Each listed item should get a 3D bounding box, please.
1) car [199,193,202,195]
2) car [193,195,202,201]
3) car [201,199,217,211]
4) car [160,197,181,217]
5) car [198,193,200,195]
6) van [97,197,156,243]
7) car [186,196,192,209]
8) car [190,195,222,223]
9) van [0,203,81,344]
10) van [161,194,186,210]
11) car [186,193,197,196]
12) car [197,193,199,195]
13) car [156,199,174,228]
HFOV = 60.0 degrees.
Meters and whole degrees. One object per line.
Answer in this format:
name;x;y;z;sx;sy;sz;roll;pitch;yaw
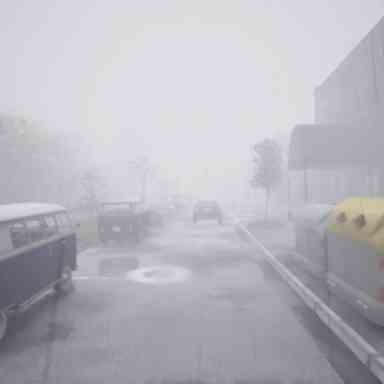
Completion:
car;0.557;1.582;77.122;1.946;1.575;5.366;0;0;6
car;1.601;1.615;94.570;2.097;1.535;5.008;0;0;6
car;2.253;1.592;43.025;1.994;1.385;4.181;0;0;3
car;-2.406;1.503;28.126;2.231;1.521;4.892;0;1;2
car;-0.068;1.563;66.888;2.097;1.535;5.008;0;0;6
van;-3.128;1.267;16.124;1.878;1.987;4.442;0;1;1
car;-1.403;1.577;44.752;2.002;1.452;4.674;0;0;4
car;1.220;1.371;25.727;2.097;1.767;4.553;0;0;3
van;-3.574;1.256;6.182;1.878;1.987;4.442;0;1;1
van;-2.058;1.304;33.800;1.878;1.987;4.442;0;0;6
car;-0.997;1.306;51.485;2.435;2.045;5.566;0;0;4
car;-0.401;1.541;61.351;2.097;1.535;5.008;0;0;6
car;-2.738;1.528;22.625;2.163;1.488;4.792;0;1;2
